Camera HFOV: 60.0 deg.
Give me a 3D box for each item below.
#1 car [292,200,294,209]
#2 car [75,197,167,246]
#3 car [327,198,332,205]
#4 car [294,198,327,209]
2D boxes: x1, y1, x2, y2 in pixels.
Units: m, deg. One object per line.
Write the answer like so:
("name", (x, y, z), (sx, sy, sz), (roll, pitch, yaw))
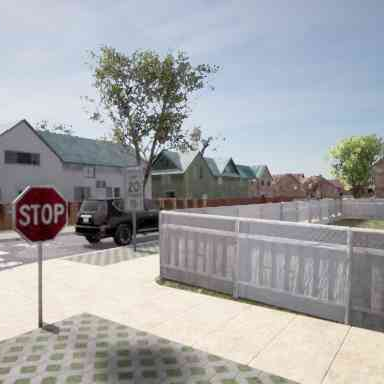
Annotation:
("car", (14.862, 1.700, 46.251), (2.128, 1.511, 4.902), (-1, -1, 34))
("car", (-2.781, 1.248, 15.705), (2.150, 2.045, 5.566), (-1, -1, 34))
("car", (20.327, 1.667, 49.353), (1.882, 1.535, 5.008), (-1, -1, 34))
("car", (14.603, 1.502, 40.932), (2.097, 1.767, 4.553), (-1, -1, 35))
